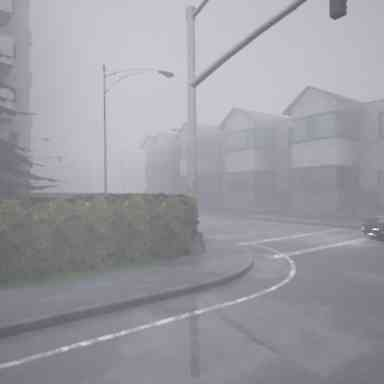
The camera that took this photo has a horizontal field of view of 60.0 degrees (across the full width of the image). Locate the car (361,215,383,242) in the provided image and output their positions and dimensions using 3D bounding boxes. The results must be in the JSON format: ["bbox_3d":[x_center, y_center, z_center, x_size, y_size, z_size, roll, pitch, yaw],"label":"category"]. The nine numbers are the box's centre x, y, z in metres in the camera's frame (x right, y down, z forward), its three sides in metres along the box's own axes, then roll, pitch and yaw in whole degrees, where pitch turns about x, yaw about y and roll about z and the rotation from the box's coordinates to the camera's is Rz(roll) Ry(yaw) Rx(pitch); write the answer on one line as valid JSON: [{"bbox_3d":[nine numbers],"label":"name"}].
[{"bbox_3d":[9.643,1.324,13.614,4.892,1.490,1.837,-1,6,14],"label":"car"}]

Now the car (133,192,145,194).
[{"bbox_3d":[-11.065,0.860,77.105,4.514,1.523,2.007,-1,1,-36],"label":"car"}]
